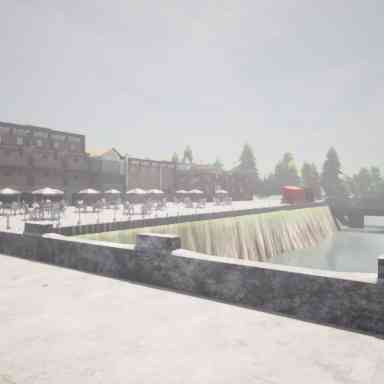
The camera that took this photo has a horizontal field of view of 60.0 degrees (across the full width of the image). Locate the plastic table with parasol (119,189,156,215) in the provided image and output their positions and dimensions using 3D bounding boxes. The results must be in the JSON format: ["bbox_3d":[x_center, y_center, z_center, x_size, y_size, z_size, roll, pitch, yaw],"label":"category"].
[{"bbox_3d":[-5.329,0.924,32.530,2.482,2.480,2.482,0,0,35],"label":"plastic table with parasol"}]

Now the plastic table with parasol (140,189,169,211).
[{"bbox_3d":[-4.571,0.924,40.219,2.482,2.480,2.482,0,0,35],"label":"plastic table with parasol"}]
